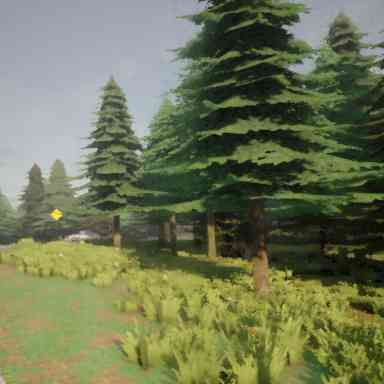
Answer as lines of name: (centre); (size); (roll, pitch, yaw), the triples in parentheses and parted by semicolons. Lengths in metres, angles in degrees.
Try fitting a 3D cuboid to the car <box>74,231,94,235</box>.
car: (-12.462, 5.175, 37.988); (1.812, 1.442, 4.674); (-5, -9, 25)
